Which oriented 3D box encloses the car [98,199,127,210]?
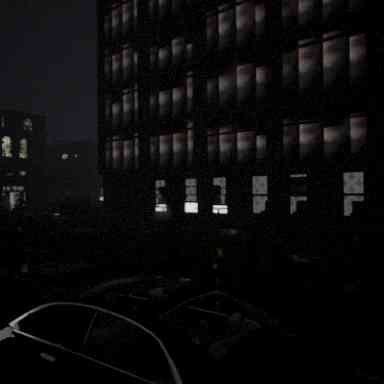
[{"bbox_3d":[-12.152,1.827,51.012,1.967,1.590,4.097,-1,-1,36],"label":"car"}]

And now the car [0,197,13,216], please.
[{"bbox_3d":[-21.443,1.489,34.014,2.150,2.045,5.566,-1,-1,36],"label":"car"}]

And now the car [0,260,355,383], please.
[{"bbox_3d":[-0.720,1.562,3.392,4.403,1.369,2.008,0,0,35],"label":"car"}]

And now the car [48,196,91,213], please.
[{"bbox_3d":[-15.323,1.538,42.314,2.150,2.045,5.566,-1,-1,37],"label":"car"}]

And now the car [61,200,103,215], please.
[{"bbox_3d":[-11.934,1.829,37.105,1.802,1.307,4.206,-1,-1,36],"label":"car"}]
